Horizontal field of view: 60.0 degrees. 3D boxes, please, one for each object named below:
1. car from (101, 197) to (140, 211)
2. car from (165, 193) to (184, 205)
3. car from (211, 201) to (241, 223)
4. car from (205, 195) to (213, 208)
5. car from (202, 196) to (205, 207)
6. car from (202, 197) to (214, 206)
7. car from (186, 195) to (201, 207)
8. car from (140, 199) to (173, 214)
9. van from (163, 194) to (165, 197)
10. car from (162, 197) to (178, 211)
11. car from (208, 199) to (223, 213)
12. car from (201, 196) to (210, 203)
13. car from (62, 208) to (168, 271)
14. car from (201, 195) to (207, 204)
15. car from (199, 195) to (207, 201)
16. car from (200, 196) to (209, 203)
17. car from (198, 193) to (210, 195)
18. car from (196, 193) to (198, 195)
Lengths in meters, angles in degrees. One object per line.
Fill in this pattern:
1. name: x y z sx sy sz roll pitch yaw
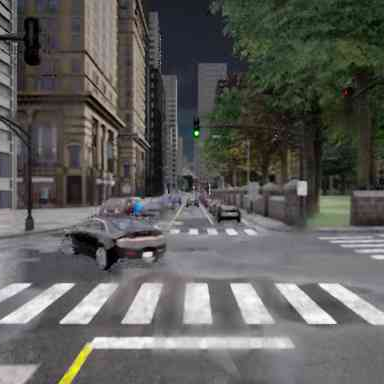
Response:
1. car: -5.765 1.353 26.096 2.192 1.841 5.009 0 0 0
2. car: -3.019 1.283 59.646 2.150 2.045 5.566 0 0 0
3. car: 2.760 1.603 26.078 1.947 1.339 4.313 0 0 0
4. car: 2.759 1.488 36.918 1.967 1.590 4.097 0 0 0
5. car: 2.758 1.637 47.758 1.802 1.307 4.206 0 0 0
6. car: 2.756 1.624 58.600 1.947 1.339 4.313 0 0 0
7. car: 0.093 1.582 51.777 1.812 1.442 4.674 0 0 0
8. car: -3.077 1.586 26.901 2.033 1.411 5.357 0 0 4
9. van: -5.770 1.398 74.879 1.690 1.788 3.998 0 0 0
10. car: -3.103 1.615 40.720 1.994 1.385 4.181 0 0 -1
11. car: 2.759 1.625 31.497 1.802 1.307 4.206 0 0 0
12. car: 2.755 1.583 69.611 1.752 1.417 4.829 0 0 0
13. car: -2.735 1.511 11.095 2.128 1.511 4.902 1 0 -38
14. car: 2.757 1.602 53.179 1.887 1.381 4.507 0 0 0
15. car: 2.753 1.494 85.701 1.967 1.590 4.097 0 0 0
16. car: 2.754 1.582 75.030 1.752 1.417 4.829 0 0 0
17. car: 2.756 1.373 64.020 2.192 1.841 5.009 0 0 0
18. car: 2.755 1.371 80.281 2.192 1.841 5.009 0 0 0
